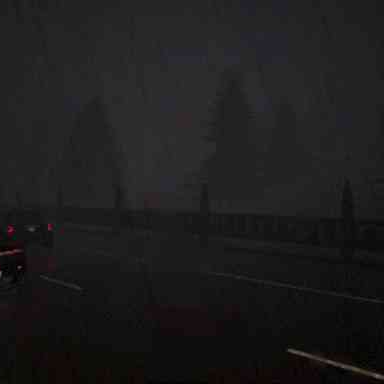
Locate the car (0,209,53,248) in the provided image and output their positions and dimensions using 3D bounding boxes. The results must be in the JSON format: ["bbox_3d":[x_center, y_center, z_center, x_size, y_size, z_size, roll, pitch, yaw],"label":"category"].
[{"bbox_3d":[-8.119,1.531,14.687,4.553,1.767,2.097,0,-1,38],"label":"car"}]

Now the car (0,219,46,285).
[{"bbox_3d":[-6.189,1.590,8.738,4.902,1.511,2.128,0,-1,38],"label":"car"}]
